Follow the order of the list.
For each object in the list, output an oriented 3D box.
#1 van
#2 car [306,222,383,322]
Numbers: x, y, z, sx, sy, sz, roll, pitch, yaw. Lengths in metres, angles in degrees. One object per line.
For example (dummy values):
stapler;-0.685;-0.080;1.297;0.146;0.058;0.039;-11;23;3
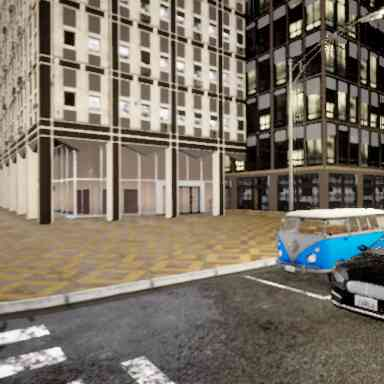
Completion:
van;4.155;1.384;9.507;3.998;1.788;1.690;0;-1;-35
car;4.783;1.513;6.771;4.902;1.511;2.128;0;0;-36
